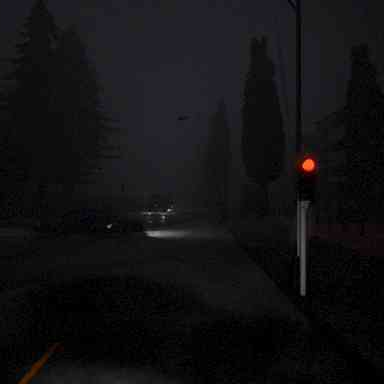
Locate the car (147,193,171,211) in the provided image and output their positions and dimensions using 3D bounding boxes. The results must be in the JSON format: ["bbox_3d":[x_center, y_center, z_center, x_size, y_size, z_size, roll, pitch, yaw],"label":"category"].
[{"bbox_3d":[-4.141,1.216,40.760,2.150,2.045,5.566,0,0,0],"label":"car"}]

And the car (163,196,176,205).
[{"bbox_3d":[-4.090,1.540,61.899,2.033,1.411,5.357,0,0,0],"label":"car"}]

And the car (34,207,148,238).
[{"bbox_3d":[-5.217,1.545,17.286,5.357,1.411,2.033,0,0,-13],"label":"car"}]

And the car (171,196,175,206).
[{"bbox_3d":[-4.136,1.215,51.197,2.150,2.045,5.566,0,0,0],"label":"car"}]

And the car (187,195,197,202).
[{"bbox_3d":[-0.020,1.541,73.122,2.097,1.767,4.553,0,0,0],"label":"car"}]
